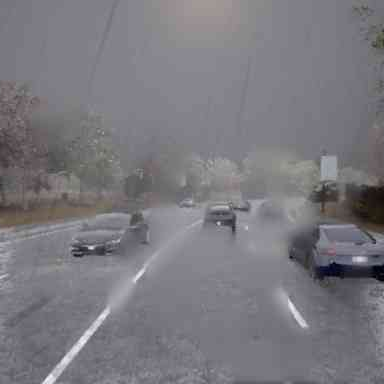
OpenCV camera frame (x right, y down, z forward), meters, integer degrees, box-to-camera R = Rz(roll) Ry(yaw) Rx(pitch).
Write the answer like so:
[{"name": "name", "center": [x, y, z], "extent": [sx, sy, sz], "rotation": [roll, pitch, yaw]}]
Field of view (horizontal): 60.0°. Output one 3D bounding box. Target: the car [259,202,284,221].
[{"name": "car", "center": [6.518, 1.541, 27.300], "extent": [2.033, 1.411, 5.357], "rotation": [0, 0, 11]}]

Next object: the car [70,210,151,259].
[{"name": "car", "center": [-2.867, 1.480, 12.685], "extent": [1.837, 1.490, 4.892], "rotation": [0, 0, 6]}]

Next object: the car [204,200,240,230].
[{"name": "car", "center": [1.870, 1.487, 20.931], "extent": [1.837, 1.490, 4.892], "rotation": [0, 0, 9]}]

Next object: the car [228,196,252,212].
[{"name": "car", "center": [5.794, 1.540, 38.869], "extent": [1.994, 1.385, 4.181], "rotation": [0, 0, 16]}]

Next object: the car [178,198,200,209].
[{"name": "car", "center": [-0.293, 1.504, 43.662], "extent": [1.994, 1.385, 4.181], "rotation": [0, 0, 18]}]

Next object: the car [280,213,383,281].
[{"name": "car", "center": [4.125, 1.566, 9.884], "extent": [1.994, 1.385, 4.181], "rotation": [0, 0, 4]}]
